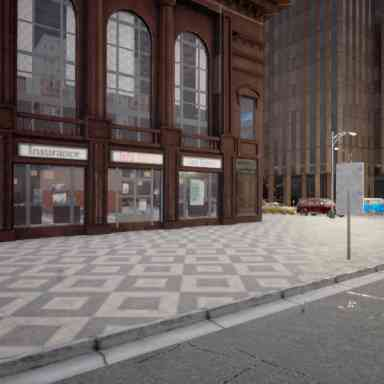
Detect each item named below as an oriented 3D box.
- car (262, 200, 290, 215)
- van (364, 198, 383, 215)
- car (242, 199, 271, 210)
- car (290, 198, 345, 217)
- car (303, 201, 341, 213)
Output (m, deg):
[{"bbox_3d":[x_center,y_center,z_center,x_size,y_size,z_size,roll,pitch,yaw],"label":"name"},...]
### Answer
[{"bbox_3d":[9.508,1.799,37.109,1.752,1.417,4.829,0,0,-35],"label":"car"},{"bbox_3d":[19.611,1.589,37.576,1.690,1.788,3.998,-1,0,-35],"label":"van"},{"bbox_3d":[9.886,1.892,51.361,1.967,1.590,4.097,-1,0,-35],"label":"car"},{"bbox_3d":[12.649,1.522,32.654,2.192,1.841,5.009,0,0,-35],"label":"car"},{"bbox_3d":[16.372,1.898,42.170,1.802,1.307,4.206,-1,0,-35],"label":"car"}]
